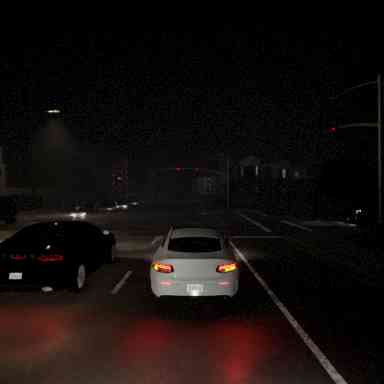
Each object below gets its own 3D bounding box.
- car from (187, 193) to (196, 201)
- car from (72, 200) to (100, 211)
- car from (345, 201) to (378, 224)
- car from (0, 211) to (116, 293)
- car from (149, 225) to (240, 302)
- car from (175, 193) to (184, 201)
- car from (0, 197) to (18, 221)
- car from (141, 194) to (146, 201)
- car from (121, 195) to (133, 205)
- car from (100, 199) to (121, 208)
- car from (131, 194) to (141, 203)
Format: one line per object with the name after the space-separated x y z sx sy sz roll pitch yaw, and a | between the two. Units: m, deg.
-0.009 1.414 89.313 2.150 2.045 5.566 0 -1 0 | car
-14.106 1.840 43.337 2.128 1.511 4.902 0 0 0 | car
14.246 1.491 25.507 4.553 1.767 2.097 0 -1 0 | car
-3.430 1.498 8.971 1.882 1.535 5.008 0 0 0 | car
0.066 1.540 8.185 1.812 1.442 4.674 0 0 0 | car
-3.509 1.418 89.010 2.150 2.045 5.566 0 0 0 | car
-14.103 1.344 22.632 2.150 2.045 5.566 0 -1 0 | car
-14.009 1.443 92.387 2.150 2.045 5.566 0 0 0 | car
-14.007 1.945 68.013 1.895 1.301 4.718 0 1 0 | car
-14.088 1.977 56.189 2.033 1.411 5.357 0 0 0 | car
-14.008 1.556 78.299 2.097 1.767 4.553 0 0 0 | car
